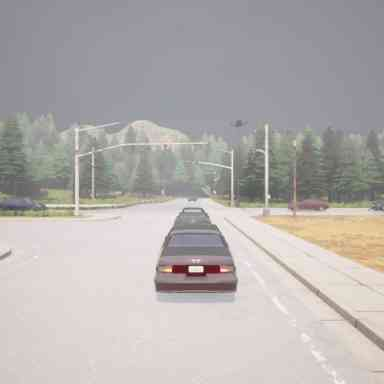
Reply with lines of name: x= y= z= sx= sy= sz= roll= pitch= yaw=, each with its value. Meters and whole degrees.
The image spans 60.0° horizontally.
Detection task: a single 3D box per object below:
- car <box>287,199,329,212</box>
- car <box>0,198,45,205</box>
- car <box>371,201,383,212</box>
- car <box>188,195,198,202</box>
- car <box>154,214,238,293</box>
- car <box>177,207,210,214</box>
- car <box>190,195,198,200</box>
car: x=13.580 y=1.542 z=38.899 sx=4.674 sy=1.442 sz=1.812 roll=0 pitch=0 yaw=1
car: x=-18.086 y=1.397 z=35.750 sx=4.553 sy=1.767 sz=2.097 roll=0 pitch=0 yaw=1
car: x=23.444 y=1.499 z=38.730 sx=4.902 sy=1.511 sz=2.128 roll=0 pitch=0 yaw=1
car: x=0.100 y=1.542 z=78.606 sx=2.033 sy=1.411 sz=5.357 roll=0 pitch=0 yaw=2
car: x=0.077 y=1.549 z=8.987 sx=2.033 sy=1.411 sz=5.357 roll=0 pitch=0 yaw=0
car: x=0.054 y=1.562 z=19.174 sx=1.994 sy=1.385 sz=4.181 roll=0 pitch=0 yaw=1
car: x=0.575 y=1.597 z=92.210 sx=1.895 sy=1.301 sz=4.718 roll=0 pitch=0 yaw=2
